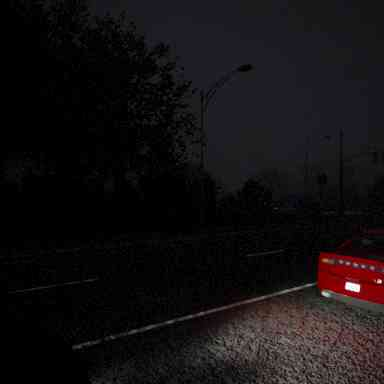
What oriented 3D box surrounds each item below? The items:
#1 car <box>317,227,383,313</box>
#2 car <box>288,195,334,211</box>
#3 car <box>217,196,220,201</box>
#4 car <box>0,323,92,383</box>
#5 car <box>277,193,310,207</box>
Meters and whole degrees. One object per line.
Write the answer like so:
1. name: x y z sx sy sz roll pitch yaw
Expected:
1. car: 4.771 1.477 7.128 5.008 1.535 1.882 0 0 -35
2. car: 14.463 1.476 39.831 1.882 1.535 5.008 0 0 -33
3. car: 3.913 1.453 56.641 1.812 1.442 4.674 0 1 -32
4. car: -2.980 1.492 1.628 4.902 1.511 2.128 0 0 -35
5. car: 14.302 1.218 47.035 2.150 2.045 5.566 0 0 -33
